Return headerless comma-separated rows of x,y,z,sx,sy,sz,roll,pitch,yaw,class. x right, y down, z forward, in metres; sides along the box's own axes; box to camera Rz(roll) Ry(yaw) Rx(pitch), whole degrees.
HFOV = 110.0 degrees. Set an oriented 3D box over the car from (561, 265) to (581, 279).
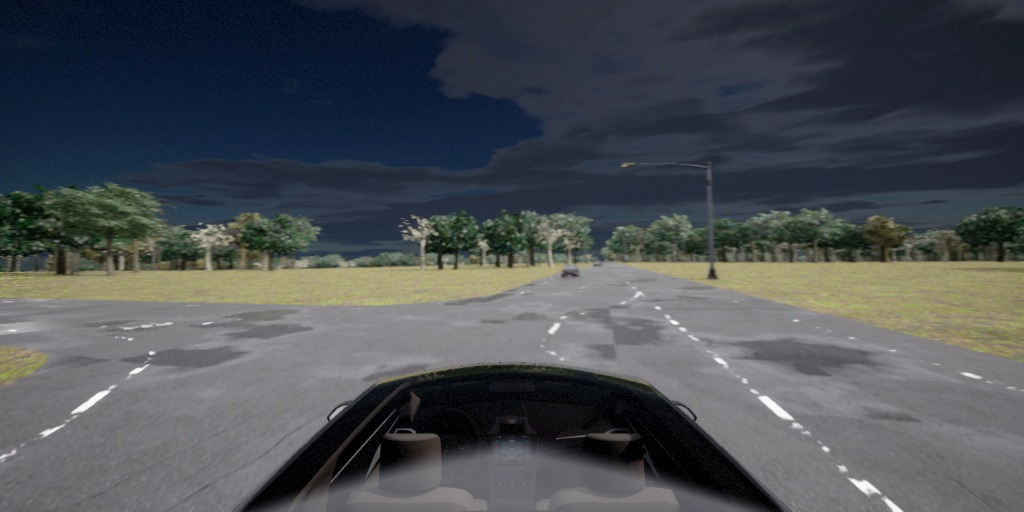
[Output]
6.503,1.708,39.300,2.033,1.411,5.357,-2,-1,14,car
